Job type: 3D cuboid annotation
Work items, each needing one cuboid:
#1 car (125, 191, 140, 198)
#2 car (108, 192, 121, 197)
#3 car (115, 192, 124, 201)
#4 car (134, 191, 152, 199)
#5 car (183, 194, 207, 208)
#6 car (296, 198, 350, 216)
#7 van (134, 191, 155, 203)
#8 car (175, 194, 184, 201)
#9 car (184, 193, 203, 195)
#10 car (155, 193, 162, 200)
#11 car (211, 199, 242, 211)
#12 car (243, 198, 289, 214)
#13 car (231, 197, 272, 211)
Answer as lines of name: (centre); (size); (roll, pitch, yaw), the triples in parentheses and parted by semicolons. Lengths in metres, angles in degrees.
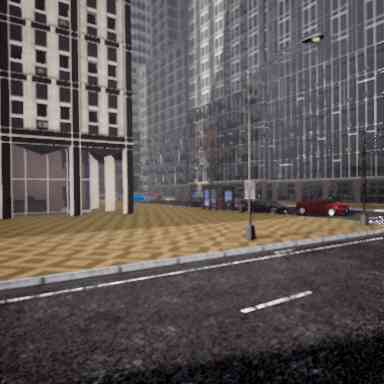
car: (-14.344, 0.678, 79.848); (1.967, 1.590, 4.097); (-1, 1, -34)
car: (-20.754, 0.681, 89.236); (2.008, 1.369, 4.403); (-1, 1, -34)
car: (-14.854, 1.034, 65.738); (2.008, 1.369, 4.403); (0, 1, -34)
car: (-11.139, 0.607, 75.153); (2.192, 1.841, 5.009); (-1, 1, -34)
car: (1.127, 1.314, 42.241); (1.947, 1.339, 4.313); (-1, 1, -34)
car: (12.051, 1.324, 30.903); (1.882, 1.535, 5.008); (-1, 1, -34)
van: (-8.443, 0.932, 56.348); (1.690, 1.788, 3.998); (-1, 1, -34)
car: (-1.523, 1.035, 61.075); (1.802, 1.307, 4.206); (-1, 1, -34)
car: (1.205, 1.235, 46.812); (1.994, 1.385, 4.181); (-1, 1, -34)
car: (-7.933, 0.928, 70.463); (1.802, 1.307, 4.206); (-1, 1, -34)
car: (4.284, 1.383, 37.515); (1.802, 1.307, 4.206); (-1, 1, -34)
car: (7.475, 1.418, 32.810); (1.947, 1.339, 4.313); (-1, 1, -34)
car: (6.841, 1.363, 38.553); (1.895, 1.301, 4.718); (-1, 1, -34)
